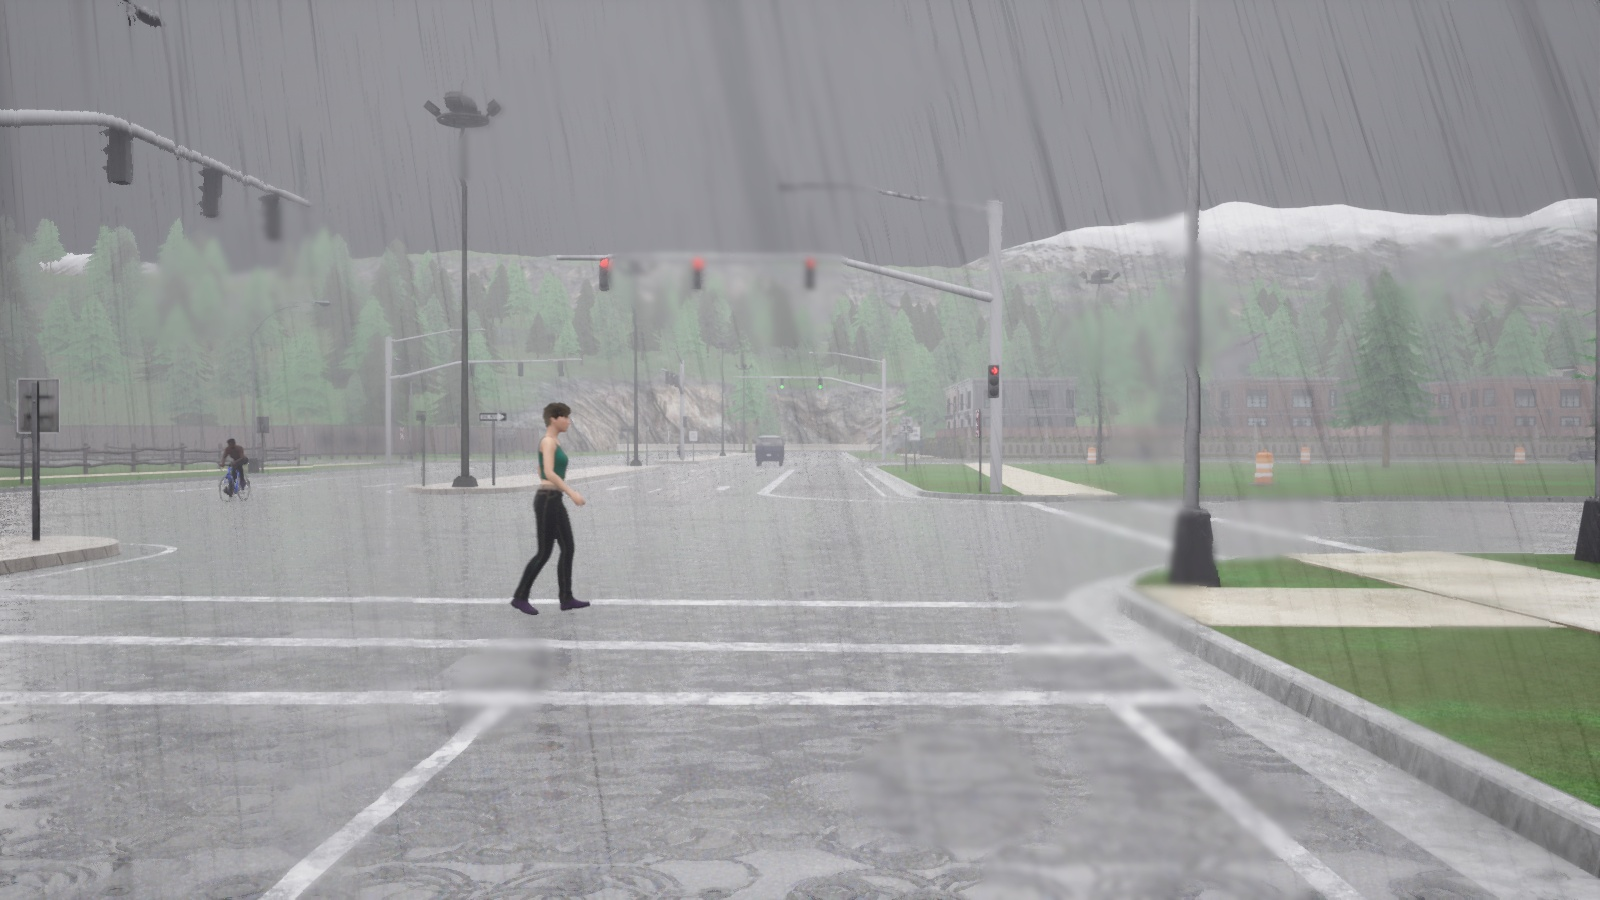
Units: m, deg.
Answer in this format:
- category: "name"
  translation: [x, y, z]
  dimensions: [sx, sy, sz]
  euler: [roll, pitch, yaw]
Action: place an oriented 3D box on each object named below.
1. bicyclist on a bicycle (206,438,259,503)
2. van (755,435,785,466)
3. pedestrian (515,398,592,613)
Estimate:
- category: "bicyclist on a bicycle"
  translation: [-14.463, 0.507, 32.042]
  dimensions: [0.582, 1.620, 1.656]
  euler: [0, 1, 1]
- category: "van"
  translation: [-1.923, 0.035, 81.936]
  dimensions: [1.775, 1.987, 4.442]
  euler: [0, 0, 1]
- category: "pedestrian"
  translation: [-2.138, 0.472, 10.914]
  dimensions: [0.594, 1.836, 0.345]
  euler: [0, 0, 1]
